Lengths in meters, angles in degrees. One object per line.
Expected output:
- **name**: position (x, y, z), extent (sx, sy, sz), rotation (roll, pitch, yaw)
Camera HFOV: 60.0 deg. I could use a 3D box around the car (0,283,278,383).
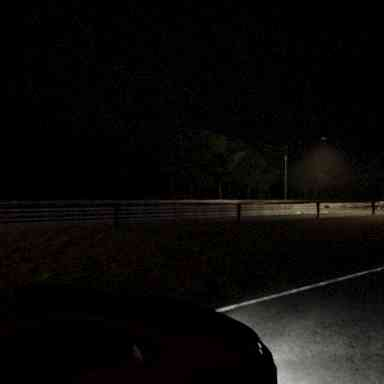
- **car**: position (-1.183, 1.567, 2.903), extent (4.181, 1.385, 1.994), rotation (1, 0, -35)
